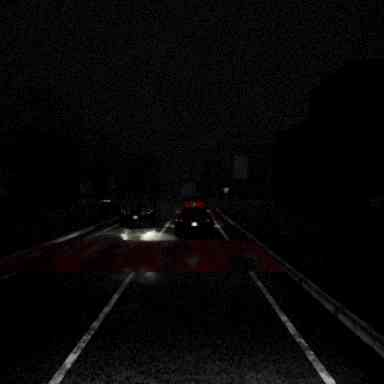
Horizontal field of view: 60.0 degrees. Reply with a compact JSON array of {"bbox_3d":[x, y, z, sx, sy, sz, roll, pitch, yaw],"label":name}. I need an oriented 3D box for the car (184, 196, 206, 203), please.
[{"bbox_3d":[0.299,1.164,33.247,2.097,1.767,4.553,0,0,2],"label":"car"}]

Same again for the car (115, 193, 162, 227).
[{"bbox_3d":[-3.301,1.109,22.279,2.150,2.045,5.566,0,0,0],"label":"car"}]

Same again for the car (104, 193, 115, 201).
[{"bbox_3d":[-15.418,0.931,65.768,1.994,1.385,4.181,1,1,24],"label":"car"}]

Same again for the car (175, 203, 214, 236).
[{"bbox_3d":[0.119,1.486,17.768,1.994,1.385,4.181,0,0,0],"label":"car"}]
